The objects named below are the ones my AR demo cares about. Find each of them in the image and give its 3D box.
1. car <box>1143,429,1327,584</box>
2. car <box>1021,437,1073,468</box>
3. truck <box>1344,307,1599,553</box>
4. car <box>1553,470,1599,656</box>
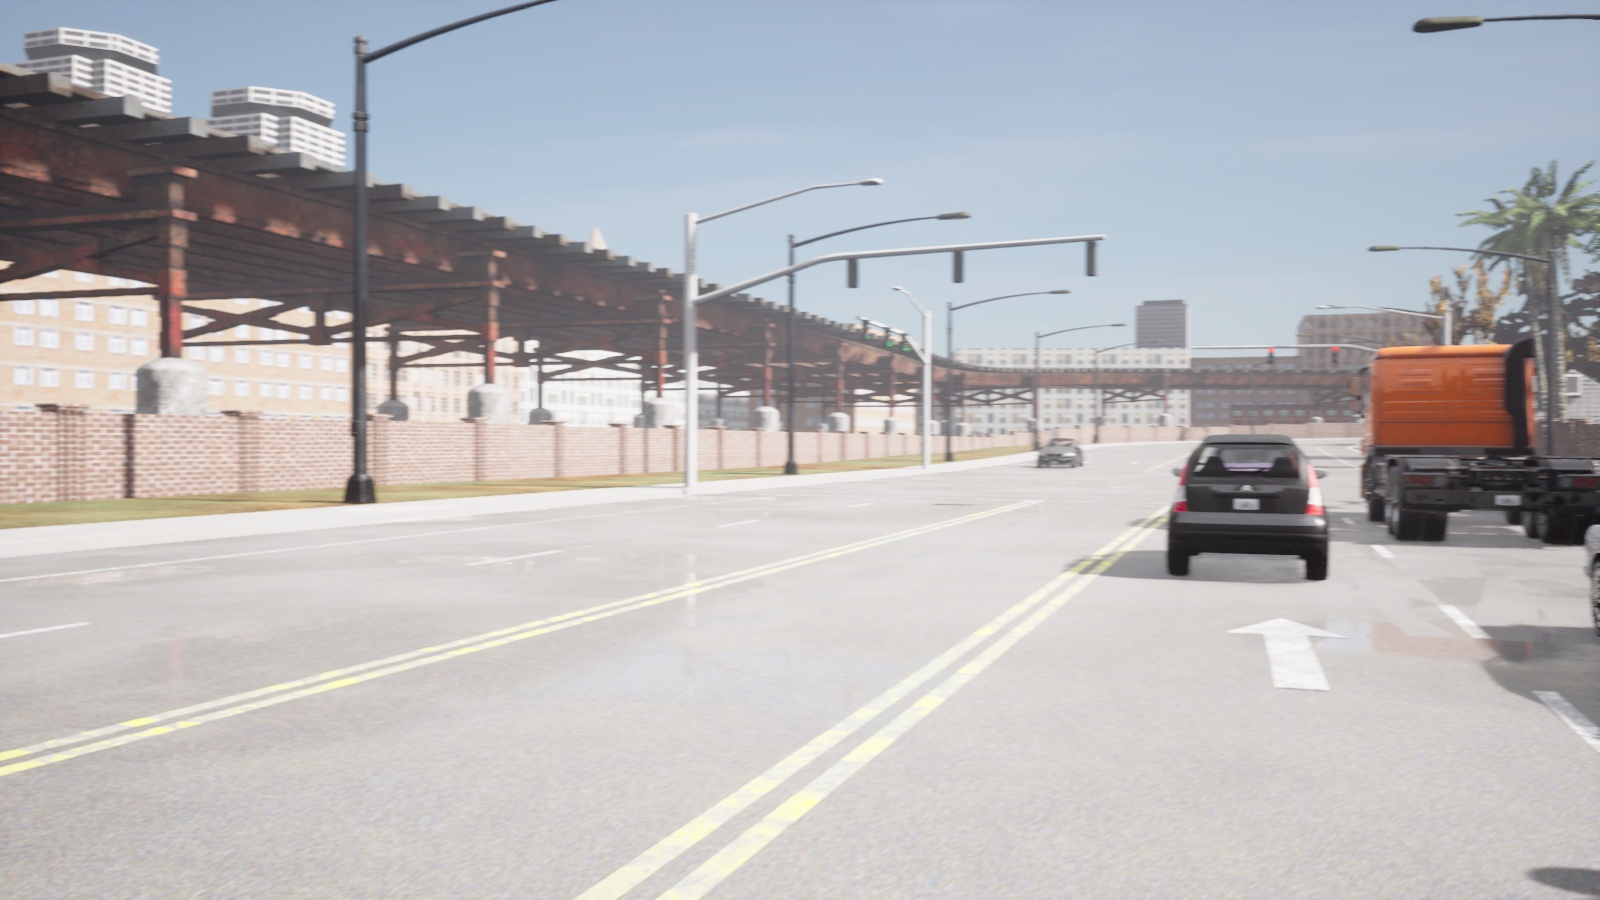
[{"bbox_3d":[5.311,0.579,15.354,1.851,1.617,3.988,0,0,20],"label":"car"},{"bbox_3d":[14.104,0.107,71.491,2.242,1.667,4.611,0,1,20],"label":"car"},{"bbox_3d":[11.338,-0.309,21.848,2.891,3.462,7.936,0,0,20],"label":"truck"},{"bbox_3d":[6.335,0.832,7.883,1.895,1.301,4.718,0,0,20],"label":"car"}]
